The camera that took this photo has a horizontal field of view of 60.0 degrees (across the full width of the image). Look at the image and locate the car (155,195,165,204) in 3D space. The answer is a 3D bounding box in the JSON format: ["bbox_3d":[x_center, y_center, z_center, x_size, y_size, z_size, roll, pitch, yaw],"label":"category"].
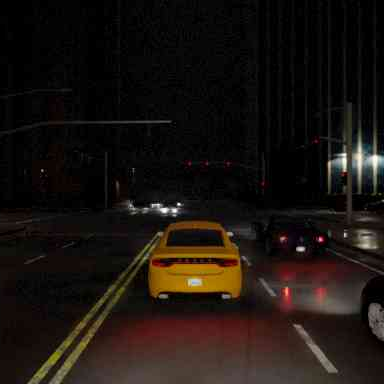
[{"bbox_3d":[-6.868,1.492,63.784,2.128,1.511,4.902,0,0,1],"label":"car"}]

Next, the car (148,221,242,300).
[{"bbox_3d":[0.078,1.478,8.475,1.882,1.535,5.008,0,0,1],"label":"car"}]

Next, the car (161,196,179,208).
[{"bbox_3d":[-3.214,1.601,48.593,1.895,1.301,4.718,0,0,-4],"label":"car"}]

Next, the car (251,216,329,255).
[{"bbox_3d":[3.618,1.601,13.234,1.895,1.301,4.718,0,0,0],"label":"car"}]

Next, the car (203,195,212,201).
[{"bbox_3d":[3.724,1.429,79.621,1.837,1.490,4.892,0,0,0],"label":"car"}]

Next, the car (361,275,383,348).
[{"bbox_3d":[3.610,1.504,3.381,1.837,1.490,4.892,0,0,0],"label":"car"}]

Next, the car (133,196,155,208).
[{"bbox_3d":[-7.272,1.477,48.771,1.882,1.535,5.008,0,0,5],"label":"car"}]

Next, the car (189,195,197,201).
[{"bbox_3d":[0.225,1.367,80.170,1.994,1.385,4.181,0,0,0],"label":"car"}]

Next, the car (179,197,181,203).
[{"bbox_3d":[-3.315,1.601,68.370,1.895,1.301,4.718,0,0,0],"label":"car"}]

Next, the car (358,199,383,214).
[{"bbox_3d":[20.946,1.491,35.450,4.902,1.511,2.128,0,0,-1],"label":"car"}]

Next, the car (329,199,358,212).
[{"bbox_3d":[19.030,1.547,38.933,5.357,1.411,2.033,0,0,0],"label":"car"}]
